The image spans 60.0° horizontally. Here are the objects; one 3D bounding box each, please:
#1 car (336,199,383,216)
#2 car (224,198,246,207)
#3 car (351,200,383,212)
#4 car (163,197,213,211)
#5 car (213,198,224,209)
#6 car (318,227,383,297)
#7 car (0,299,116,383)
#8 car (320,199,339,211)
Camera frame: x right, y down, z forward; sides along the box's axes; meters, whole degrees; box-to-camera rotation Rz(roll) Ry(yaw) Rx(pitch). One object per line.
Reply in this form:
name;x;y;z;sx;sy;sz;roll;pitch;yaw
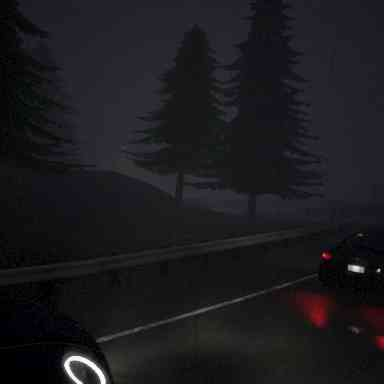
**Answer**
car;16.076;1.609;30.200;4.718;1.301;1.895;0;0;35
car;5.733;1.583;50.138;4.718;1.301;1.895;0;0;35
car;21.506;1.605;39.211;4.718;1.301;1.895;0;0;35
car;-0.542;1.528;41.710;5.357;1.411;2.033;0;0;35
car;1.340;1.485;44.667;4.892;1.490;1.837;0;0;35
car;4.908;1.564;8.243;4.181;1.385;1.994;0;0;-42
car;-2.773;1.352;2.049;4.553;1.767;2.097;0;0;-35
car;15.886;1.497;34.588;4.902;1.511;2.128;0;0;35
